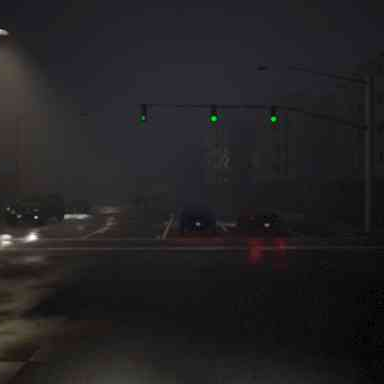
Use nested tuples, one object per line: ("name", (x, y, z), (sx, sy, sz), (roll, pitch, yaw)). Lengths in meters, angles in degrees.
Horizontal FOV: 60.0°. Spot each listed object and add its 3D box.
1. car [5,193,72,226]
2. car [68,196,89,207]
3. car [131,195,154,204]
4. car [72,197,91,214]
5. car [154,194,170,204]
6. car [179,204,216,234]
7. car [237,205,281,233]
("car", (-10.516, 1.100, 22.894), (2.150, 2.045, 5.566), (0, 0, -1))
("car", (-16.223, 1.320, 47.445), (1.895, 1.301, 4.718), (0, 0, -30))
("car", (-8.606, 1.222, 55.339), (1.812, 1.442, 4.674), (0, 0, -33))
("car", (-11.195, 1.383, 32.805), (1.994, 1.385, 4.181), (0, 0, -9))
("car", (-5.547, 1.201, 57.040), (1.837, 1.490, 4.892), (0, 0, -33))
("car", (0.268, 1.411, 18.804), (1.882, 1.535, 5.008), (0, 0, -1))
("car", (3.764, 1.468, 19.150), (1.812, 1.442, 4.674), (0, 0, -1))
